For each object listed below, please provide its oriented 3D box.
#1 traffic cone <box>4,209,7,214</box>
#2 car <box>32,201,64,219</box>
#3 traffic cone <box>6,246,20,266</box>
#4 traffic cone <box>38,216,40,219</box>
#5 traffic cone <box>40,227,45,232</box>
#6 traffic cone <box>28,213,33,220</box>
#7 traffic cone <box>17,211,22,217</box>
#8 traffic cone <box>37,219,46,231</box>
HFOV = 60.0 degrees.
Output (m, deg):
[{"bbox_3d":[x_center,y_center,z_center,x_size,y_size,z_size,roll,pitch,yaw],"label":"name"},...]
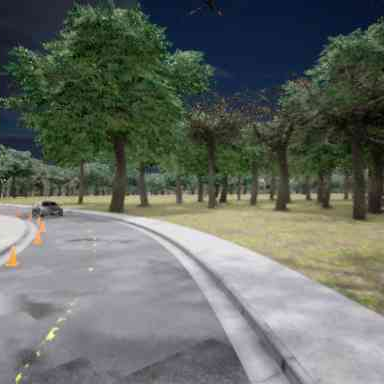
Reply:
[{"bbox_3d":[-19.718,2.050,35.143,0.340,0.580,0.340,0,0,-44],"label":"traffic cone"},{"bbox_3d":[-13.255,1.574,30.509,1.837,1.490,4.892,0,0,-38],"label":"car"},{"bbox_3d":[-5.684,2.006,10.557,0.340,0.580,0.340,0,0,-13],"label":"traffic cone"},{"bbox_3d":[-10.933,2.020,23.804,0.340,0.580,0.340,0,0,-30],"label":"traffic cone"},{"bbox_3d":[-7.013,2.011,15.131,0.340,0.580,0.340,0,0,-19],"label":"traffic cone"},{"bbox_3d":[-13.489,2.028,27.825,0.340,0.580,0.340,0,0,-35],"label":"traffic cone"},{"bbox_3d":[-16.413,2.038,31.586,0.340,0.580,0.340,0,0,-41],"label":"traffic cone"},{"bbox_3d":[-8.767,2.015,19.559,0.340,0.580,0.340,0,0,-24],"label":"traffic cone"}]
